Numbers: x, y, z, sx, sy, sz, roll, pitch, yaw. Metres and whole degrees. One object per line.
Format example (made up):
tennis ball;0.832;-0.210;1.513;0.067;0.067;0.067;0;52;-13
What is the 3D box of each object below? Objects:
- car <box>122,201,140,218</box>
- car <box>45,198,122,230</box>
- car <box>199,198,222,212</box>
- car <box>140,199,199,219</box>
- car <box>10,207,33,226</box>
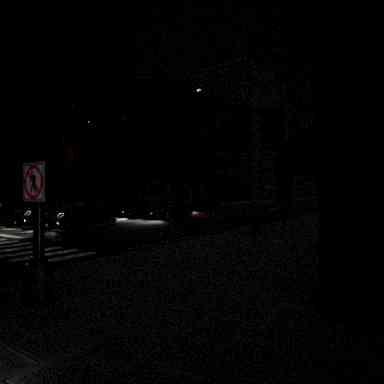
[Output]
car;-4.663;1.480;29.487;1.994;1.385;4.181;0;0;35
car;-6.929;1.298;20.648;2.097;1.767;4.553;0;0;35
car;1.383;1.419;38.017;2.033;1.411;5.357;0;0;36
car;-1.793;1.413;27.903;1.837;1.490;4.892;0;0;35
car;-9.653;1.304;22.428;2.097;1.767;4.553;0;0;35
